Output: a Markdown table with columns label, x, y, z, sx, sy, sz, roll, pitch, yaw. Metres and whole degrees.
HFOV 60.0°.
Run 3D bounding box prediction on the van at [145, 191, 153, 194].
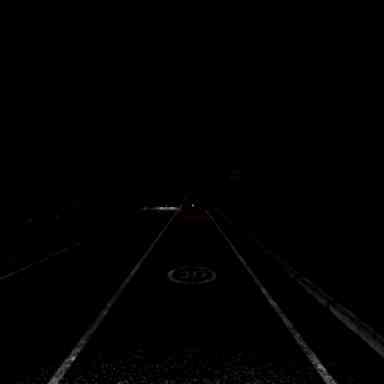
| label | x | y | z | sx | sy | sz | roll | pitch | yaw |
| --- | --- | --- | --- | --- | --- | --- | --- | --- | --- |
| van | -9.074 | 1.062 | 54.069 | 4.442 | 1.987 | 1.878 | 0 | 0 | 0 |

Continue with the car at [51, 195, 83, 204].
| label | x | y | z | sx | sy | sz | roll | pitch | yaw |
| --- | --- | --- | --- | --- | --- | --- | --- | --- | --- |
| car | -22.038 | 1.245 | 58.905 | 4.892 | 1.521 | 2.231 | 0 | 1 | 0 |

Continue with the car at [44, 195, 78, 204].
| label | x | y | z | sx | sy | sz | roll | pitch | yaw |
| --- | --- | --- | --- | --- | --- | --- | --- | --- | --- |
| car | -22.035 | 1.270 | 56.127 | 5.008 | 1.535 | 2.097 | 0 | 0 | 0 |

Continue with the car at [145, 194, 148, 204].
| label | x | y | z | sx | sy | sz | roll | pitch | yaw |
| --- | --- | --- | --- | --- | --- | --- | --- | --- | --- |
| car | -8.953 | 1.346 | 45.657 | 4.892 | 1.521 | 2.231 | 0 | 0 | 0 |

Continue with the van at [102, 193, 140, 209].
| label | x | y | z | sx | sy | sz | roll | pitch | yaw |
| --- | --- | --- | --- | --- | --- | --- | --- | --- | --- |
| van | -9.060 | 1.132 | 42.848 | 4.442 | 1.987 | 1.878 | 0 | 0 | 0 |

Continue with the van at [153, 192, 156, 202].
| label | x | y | z | sx | sy | sz | roll | pitch | yaw |
| --- | --- | --- | --- | --- | --- | --- | --- | --- | --- |
| van | -8.845 | 1.038 | 56.871 | 4.442 | 1.987 | 1.878 | 0 | 1 | 0 |

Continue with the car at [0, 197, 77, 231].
| label | x | y | z | sx | sy | sz | roll | pitch | yaw |
| --- | --- | --- | --- | --- | --- | --- | --- | --- | --- |
| car | -8.880 | 1.300 | 17.621 | 4.553 | 1.767 | 2.185 | 0 | 0 | 0 |

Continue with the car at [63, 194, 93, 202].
| label | x | y | z | sx | sy | sz | roll | pitch | yaw |
| --- | --- | --- | --- | --- | --- | --- | --- | --- | --- |
| car | -22.056 | 1.186 | 64.455 | 5.008 | 1.535 | 2.097 | 0 | 1 | 0 |

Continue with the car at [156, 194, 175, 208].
| label | x | y | z | sx | sy | sz | roll | pitch | yaw |
| --- | --- | --- | --- | --- | --- | --- | --- | --- | --- |
| car | -3.333 | 1.379 | 45.830 | 2.033 | 1.411 | 5.357 | 0 | 0 | 0 |

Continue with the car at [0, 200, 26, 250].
| label | x | y | z | sx | sy | sz | roll | pitch | yaw |
| --- | --- | --- | --- | --- | --- | --- | --- | --- | --- |
| car | -8.936 | 1.314 | 12.014 | 4.553 | 1.767 | 2.185 | 0 | 0 | 0 |

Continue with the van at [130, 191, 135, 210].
| label | x | y | z | sx | sy | sz | roll | pitch | yaw |
| --- | --- | --- | --- | --- | --- | --- | --- | --- | --- |
| van | -9.053 | 1.148 | 37.244 | 4.442 | 1.987 | 1.878 | 0 | 0 | 0 |

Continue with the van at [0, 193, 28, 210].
| label | x | y | z | sx | sy | sz | roll | pitch | yaw |
| --- | --- | --- | --- | --- | --- | --- | --- | --- | --- |
| van | -22.136 | 1.142 | 39.466 | 4.442 | 1.987 | 1.878 | 0 | 0 | 0 |

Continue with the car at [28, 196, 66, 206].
| label | x | y | z | sx | sy | sz | roll | pitch | yaw |
| --- | --- | --- | --- | --- | --- | --- | --- | --- | --- |
| car | -22.004 | 1.348 | 50.578 | 4.792 | 1.488 | 2.163 | 0 | 0 | 0 |

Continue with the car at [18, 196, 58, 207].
| label | x | y | z | sx | sy | sz | roll | pitch | yaw |
| --- | --- | --- | --- | --- | --- | --- | --- | --- | --- |
| car | -22.058 | 1.364 | 47.795 | 4.792 | 1.488 | 2.163 | 0 | 0 | 0 |

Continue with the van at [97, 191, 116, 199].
| label | x | y | z | sx | sy | sz | roll | pitch | yaw |
| --- | --- | --- | --- | --- | --- | --- | --- | --- | --- |
| van | -22.195 | 0.727 | 86.655 | 4.442 | 1.987 | 1.878 | 0 | 1 | 0 |

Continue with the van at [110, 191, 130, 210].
| label | x | y | z | sx | sy | sz | roll | pitch | yaw |
| --- | --- | --- | --- | --- | --- | --- | --- | --- | --- |
| van | -9.050 | 1.155 | 34.440 | 4.442 | 1.987 | 1.878 | 0 | 0 | 0 |

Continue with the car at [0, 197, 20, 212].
| label | x | y | z | sx | sy | sz | roll | pitch | yaw |
| --- | --- | --- | --- | --- | --- | --- | --- | --- | --- |
| car | -22.202 | 1.373 | 36.692 | 5.366 | 1.575 | 1.946 | 0 | 0 | 0 |

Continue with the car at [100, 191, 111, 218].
| label | x | y | z | sx | sy | sz | roll | pitch | yaw |
| --- | --- | --- | --- | --- | --- | --- | --- | --- | --- |
| car | -8.890 | 1.159 | 23.227 | 5.566 | 2.045 | 2.435 | 0 | 0 | 0 |

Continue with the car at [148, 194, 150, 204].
| label | x | y | z | sx | sy | sz | roll | pitch | yaw |
| --- | --- | --- | --- | --- | --- | --- | --- | --- | --- |
| car | -8.948 | 1.370 | 48.460 | 4.674 | 1.452 | 2.002 | 0 | 0 | 0 |

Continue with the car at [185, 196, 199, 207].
| label | x | y | z | sx | sy | sz | roll | pitch | yaw |
| --- | --- | --- | --- | --- | --- | --- | --- | --- | --- |
| car | 0.021 | 1.381 | 48.100 | 1.994 | 1.385 | 4.181 | 0 | 0 | 0 |

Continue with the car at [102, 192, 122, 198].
| label | x | y | z | sx | sy | sz | roll | pitch | yaw |
| --- | --- | --- | --- | --- | --- | --- | --- | --- | --- |
| car | -22.081 | 0.895 | 92.210 | 5.008 | 1.535 | 2.097 | 0 | 1 | 0 |

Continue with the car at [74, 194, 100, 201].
| label | x | y | z | sx | sy | sz | roll | pitch | yaw |
| --- | --- | --- | --- | --- | --- | --- | --- | --- | --- |
| car | -22.064 | 1.129 | 70.006 | 4.892 | 1.521 | 2.231 | 0 | 1 | 0 |

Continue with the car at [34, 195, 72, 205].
| label | x | y | z | sx | sy | sz | roll | pitch | yaw |
| --- | --- | --- | --- | --- | --- | --- | --- | --- | --- |
| car | -22.221 | 1.292 | 53.350 | 5.366 | 1.575 | 1.946 | 0 | 1 | 0 |

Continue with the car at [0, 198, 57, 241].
| label | x | y | z | sx | sy | sz | roll | pitch | yaw |
| --- | --- | --- | --- | --- | --- | --- | --- | --- | --- |
| car | -8.877 | 1.307 | 14.818 | 4.553 | 1.767 | 2.185 | 0 | 0 | 0 |

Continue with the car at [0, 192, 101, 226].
| label | x | y | z | sx | sy | sz | roll | pitch | yaw |
| --- | --- | --- | --- | --- | --- | --- | --- | --- | --- |
| car | -8.887 | 1.167 | 20.424 | 5.566 | 2.045 | 2.435 | 0 | 0 | 0 |

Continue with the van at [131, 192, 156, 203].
| label | x | y | z | sx | sy | sz | roll | pitch | yaw |
| --- | --- | --- | --- | --- | --- | --- | --- | --- | --- |
| van | -9.085 | 0.980 | 62.480 | 4.442 | 1.987 | 1.878 | 0 | 1 | 0 |

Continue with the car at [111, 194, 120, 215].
| label | x | y | z | sx | sy | sz | roll | pitch | yaw |
| --- | --- | --- | --- | --- | --- | --- | --- | --- | --- |
| car | -8.957 | 1.270 | 28.834 | 4.553 | 1.767 | 2.185 | 0 | 0 | 0 |

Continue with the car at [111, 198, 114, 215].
| label | x | y | z | sx | sy | sz | roll | pitch | yaw |
| --- | --- | --- | --- | --- | --- | --- | --- | --- | --- |
| car | -8.920 | 1.443 | 26.031 | 4.674 | 1.452 | 2.002 | 0 | 0 | 0 |

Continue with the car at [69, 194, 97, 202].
| label | x | y | z | sx | sy | sz | roll | pitch | yaw |
| --- | --- | --- | --- | --- | --- | --- | --- | --- | --- |
| car | -22.060 | 1.156 | 67.231 | 5.008 | 1.535 | 2.097 | 0 | 1 | 0 |

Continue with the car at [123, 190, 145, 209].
| label | x | y | z | sx | sy | sz | roll | pitch | yaw |
| --- | --- | --- | --- | --- | --- | --- | --- | --- | --- |
| car | -8.912 | 1.115 | 40.048 | 5.566 | 2.045 | 2.435 | 0 | 0 | 0 |

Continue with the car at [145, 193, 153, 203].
| label | x | y | z | sx | sy | sz | roll | pitch | yaw |
| --- | --- | --- | --- | --- | --- | --- | --- | --- | --- |
| car | -8.984 | 1.342 | 51.268 | 4.792 | 1.488 | 2.163 | 0 | 0 | 0 |

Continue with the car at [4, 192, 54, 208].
| label | x | y | z | sx | sy | sz | roll | pitch | yaw |
| --- | --- | --- | --- | --- | --- | --- | --- | --- | --- |
| car | -21.998 | 1.097 | 45.019 | 5.566 | 2.045 | 2.435 | 0 | 0 | 0 |

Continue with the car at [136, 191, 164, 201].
| label | x | y | z | sx | sy | sz | roll | pitch | yaw |
| --- | --- | --- | --- | --- | --- | --- | --- | --- | --- |
| car | -8.951 | 0.866 | 70.890 | 5.566 | 2.045 | 2.435 | 0 | 1 | 0 |

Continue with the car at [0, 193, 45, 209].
| label | x | y | z | sx | sy | sz | roll | pitch | yaw |
| --- | --- | --- | --- | --- | --- | --- | --- | --- | --- |
| car | -22.051 | 1.109 | 42.242 | 5.566 | 2.045 | 2.435 | 0 | 0 | 0 |

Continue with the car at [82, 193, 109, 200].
| label | x | y | z | sx | sy | sz | roll | pitch | yaw |
| --- | --- | --- | --- | --- | --- | --- | --- | --- | --- |
| car | -21.879 | 1.066 | 75.556 | 5.366 | 1.575 | 1.946 | 0 | 1 | 0 |

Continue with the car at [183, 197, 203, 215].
| label | x | y | z | sx | sy | sz | roll | pitch | yaw |
| --- | --- | --- | --- | --- | --- | --- | --- | --- | --- |
| car | 0.097 | 1.326 | 33.190 | 2.033 | 1.649 | 4.856 | 0 | 0 | 0 |

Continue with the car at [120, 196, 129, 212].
| label | x | y | z | sx | sy | sz | roll | pitch | yaw |
| --- | --- | --- | --- | --- | --- | --- | --- | --- | --- |
| car | -8.923 | 1.389 | 31.638 | 4.892 | 1.521 | 2.231 | 0 | 0 | 0 |

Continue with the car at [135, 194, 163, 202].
| label | x | y | z | sx | sy | sz | roll | pitch | yaw |
| --- | --- | --- | --- | --- | --- | --- | --- | --- | --- |
| car | -8.790 | 1.144 | 68.089 | 5.366 | 1.575 | 1.946 | 0 | 1 | 0 |

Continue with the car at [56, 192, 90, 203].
| label | x | y | z | sx | sy | sz | roll | pitch | yaw |
| --- | --- | --- | --- | --- | --- | --- | --- | --- | --- |
| car | -22.018 | 0.964 | 61.676 | 5.566 | 2.045 | 2.435 | 0 | 1 | 0 |

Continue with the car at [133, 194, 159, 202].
| label | x | y | z | sx | sy | sz | roll | pitch | yaw |
| --- | --- | --- | --- | --- | --- | --- | --- | --- | --- |
| car | -8.975 | 1.216 | 65.286 | 4.674 | 1.452 | 2.002 | 0 | 1 | 0 |
